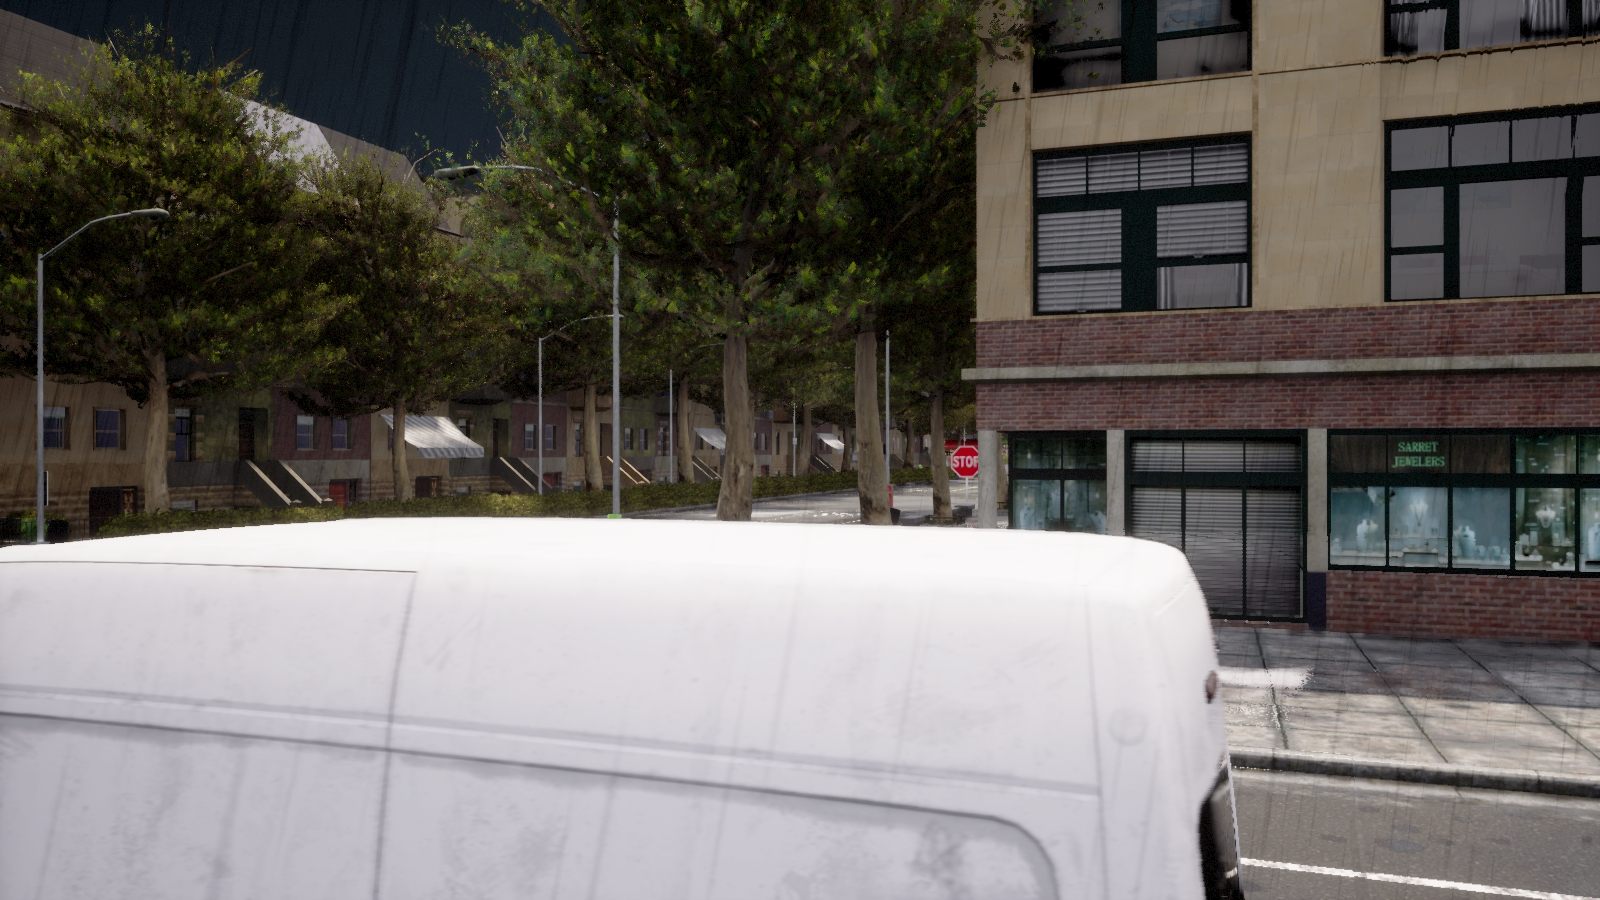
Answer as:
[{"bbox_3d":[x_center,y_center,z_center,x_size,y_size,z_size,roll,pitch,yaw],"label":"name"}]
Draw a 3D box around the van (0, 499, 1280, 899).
[{"bbox_3d":[-1.619,1.536,3.901,5.915,2.561,1.988,0,0,20],"label":"van"}]
